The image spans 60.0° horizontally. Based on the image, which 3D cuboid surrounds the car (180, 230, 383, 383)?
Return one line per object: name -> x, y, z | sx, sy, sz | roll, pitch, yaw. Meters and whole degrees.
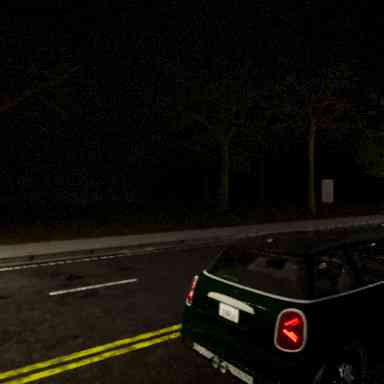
car -> 2.128, 1.356, 4.952 | 4.553, 1.767, 2.097 | 0, 0, -36
